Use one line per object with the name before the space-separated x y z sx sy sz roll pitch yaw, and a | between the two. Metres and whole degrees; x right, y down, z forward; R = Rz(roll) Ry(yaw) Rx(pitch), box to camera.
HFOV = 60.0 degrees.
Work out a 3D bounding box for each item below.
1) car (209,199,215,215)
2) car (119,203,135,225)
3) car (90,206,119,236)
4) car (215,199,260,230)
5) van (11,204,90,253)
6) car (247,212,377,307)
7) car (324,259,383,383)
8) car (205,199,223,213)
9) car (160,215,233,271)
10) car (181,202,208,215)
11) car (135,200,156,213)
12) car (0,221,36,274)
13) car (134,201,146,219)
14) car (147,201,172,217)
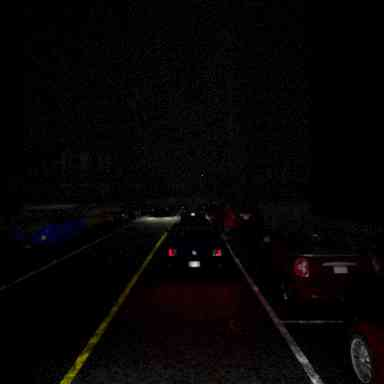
car | 2.754 1.448 25.013 2.192 1.841 5.009 0 0 0
car | -5.770 1.715 25.008 1.802 1.307 4.206 0 0 0
car | -5.769 1.626 19.201 1.752 1.417 4.829 0 0 0
car | 2.755 1.417 19.377 2.192 1.841 5.009 0 0 0
van | -5.769 1.413 13.736 1.690 1.788 3.998 0 0 0
car | 2.757 1.482 8.105 1.967 1.590 4.097 0 0 0
car | 2.759 1.595 2.468 1.802 1.307 4.206 0 0 0
car | 2.752 1.672 41.921 1.967 1.590 4.097 0 0 0
car | 0.081 1.659 11.122 1.895 1.301 4.718 0 0 0
car | 0.083 1.714 27.938 1.994 1.385 4.181 0 0 0
car | -5.772 1.782 41.917 2.008 1.369 4.403 0 0 0
car | -5.767 1.624 8.098 1.802 1.307 4.206 0 0 0
car | -5.771 1.731 30.644 1.947 1.339 4.313 0 0 0
car | -3.094 1.665 34.491 1.882 1.535 5.008 0 0 0
